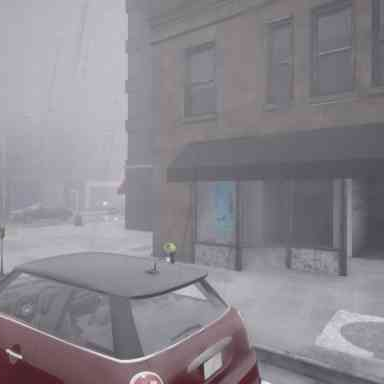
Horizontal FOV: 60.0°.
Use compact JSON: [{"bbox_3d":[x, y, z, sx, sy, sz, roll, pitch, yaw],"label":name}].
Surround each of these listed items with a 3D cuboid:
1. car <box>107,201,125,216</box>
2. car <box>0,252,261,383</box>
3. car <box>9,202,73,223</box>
[{"bbox_3d":[-6.253,1.555,32.644,1.994,1.385,4.181,0,0,35],"label":"car"},{"bbox_3d":[-1.405,1.440,3.851,4.097,1.590,1.967,0,0,36],"label":"car"},{"bbox_3d":[-11.377,1.515,25.367,1.812,1.442,4.674,0,0,37],"label":"car"}]
